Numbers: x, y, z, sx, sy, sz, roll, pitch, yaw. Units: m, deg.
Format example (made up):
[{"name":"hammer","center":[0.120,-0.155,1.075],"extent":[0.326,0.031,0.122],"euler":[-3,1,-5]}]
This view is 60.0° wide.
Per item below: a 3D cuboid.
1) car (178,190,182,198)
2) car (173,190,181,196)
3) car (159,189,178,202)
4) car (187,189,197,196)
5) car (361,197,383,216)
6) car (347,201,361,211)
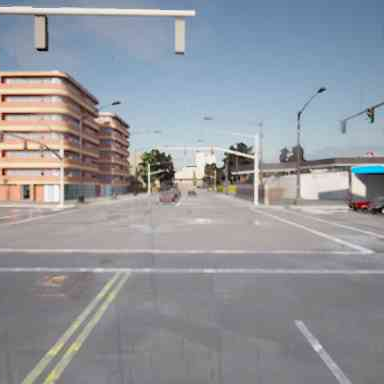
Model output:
[{"name":"car","center":[-3.543,0.523,64.970],"extent":[1.895,1.301,4.718],"euler":[0,1,0]},{"name":"car","center":[-3.534,0.179,79.477],"extent":[1.837,1.490,4.892],"euler":[0,1,0]},{"name":"car","center":[-3.599,0.547,48.498],"extent":[2.097,1.767,4.553],"euler":[0,1,0]},{"name":"car","center":[-0.032,0.111,74.015],"extent":[1.812,1.442,4.674],"euler":[0,1,0]},{"name":"car","center":[16.319,1.089,26.187],"extent":[4.674,1.442,1.812],"euler":[0,1,1]},{"name":"car","center":[16.523,1.107,29.656],"extent":[4.718,1.301,1.895],"euler":[0,1,1]}]
